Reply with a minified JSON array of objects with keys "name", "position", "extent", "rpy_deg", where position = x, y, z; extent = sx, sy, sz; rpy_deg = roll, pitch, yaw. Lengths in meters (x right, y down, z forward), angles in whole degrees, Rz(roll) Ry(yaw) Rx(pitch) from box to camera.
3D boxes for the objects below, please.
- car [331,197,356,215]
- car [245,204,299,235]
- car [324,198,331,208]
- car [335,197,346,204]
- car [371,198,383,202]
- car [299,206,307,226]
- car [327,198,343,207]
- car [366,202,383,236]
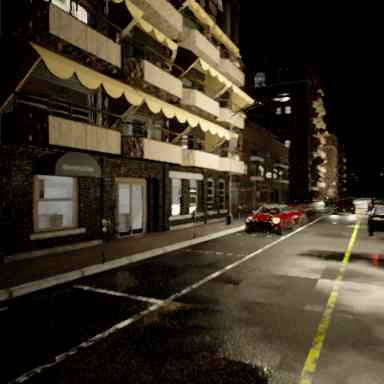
[{"name":"car","position":[15.927,1.521,34.514],"extent":[1.882,1.535,5.008],"rpy_deg":[0,0,28]},{"name":"car","position":[4.419,1.446,18.633],"extent":[1.967,1.590,4.097],"rpy_deg":[0,0,28]},{"name":"car","position":[20.351,1.610,48.546],"extent":[2.008,1.369,4.403],"rpy_deg":[0,0,28]},{"name":"car","position":[29.034,1.676,64.955],"extent":[1.802,1.307,4.206],"rpy_deg":[0,0,28]},{"name":"car","position":[18.741,1.405,33.272],"extent":[2.097,1.767,4.553],"rpy_deg":[0,0,28]},{"name":"car","position":[7.074,1.596,23.618],"extent":[1.802,1.307,4.206],"rpy_deg":[0,0,28]},{"name":"car","position":[23.007,1.621,53.531],"extent":[2.008,1.369,4.403],"rpy_deg":[0,0,28]},{"name":"car","position":[10.608,1.520,18.025],"extent":[2.128,1.511,4.902],"rpy_deg":[0,0,29]}]
